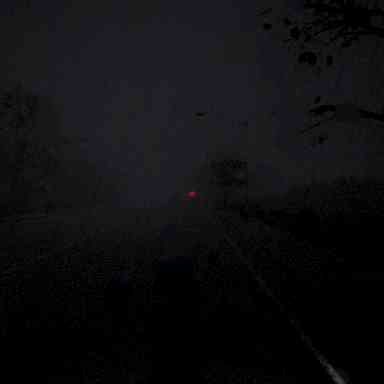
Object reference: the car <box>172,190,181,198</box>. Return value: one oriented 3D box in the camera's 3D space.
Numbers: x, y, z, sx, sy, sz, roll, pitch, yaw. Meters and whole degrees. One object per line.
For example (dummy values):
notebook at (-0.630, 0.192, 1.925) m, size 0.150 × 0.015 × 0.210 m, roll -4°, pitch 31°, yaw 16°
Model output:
car at (-3.482, 0.432, 75.338) m, size 1.882 × 1.535 × 5.008 m, roll 0°, pitch 3°, yaw 0°

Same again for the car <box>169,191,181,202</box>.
car at (-3.484, 1.178, 64.961) m, size 1.837 × 1.490 × 4.892 m, roll 0°, pitch 3°, yaw 0°

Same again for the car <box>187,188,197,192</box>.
car at (0.019, 0.179, 75.354) m, size 2.150 × 2.045 × 5.566 m, roll 0°, pitch 3°, yaw 0°

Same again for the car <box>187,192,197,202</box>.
car at (0.016, 1.256, 65.343) m, size 1.895 × 1.301 × 4.718 m, roll 0°, pitch 3°, yaw 0°
